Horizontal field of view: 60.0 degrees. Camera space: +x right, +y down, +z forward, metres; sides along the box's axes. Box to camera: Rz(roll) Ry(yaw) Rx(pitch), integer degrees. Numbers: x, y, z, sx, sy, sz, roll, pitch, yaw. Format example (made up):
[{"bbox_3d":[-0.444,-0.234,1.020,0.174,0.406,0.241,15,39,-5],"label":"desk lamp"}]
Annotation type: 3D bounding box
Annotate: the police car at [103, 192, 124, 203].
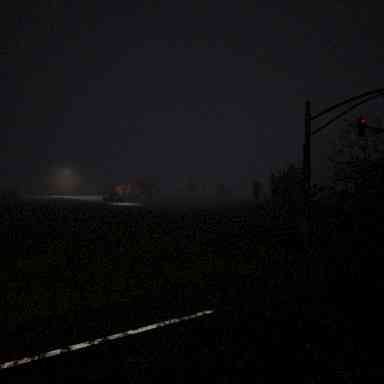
[{"bbox_3d":[-11.734,0.821,49.841,2.038,1.542,4.974,1,0,-32],"label":"police car"}]
